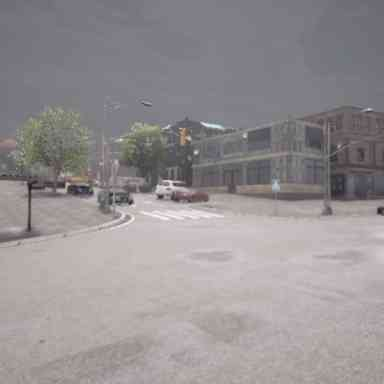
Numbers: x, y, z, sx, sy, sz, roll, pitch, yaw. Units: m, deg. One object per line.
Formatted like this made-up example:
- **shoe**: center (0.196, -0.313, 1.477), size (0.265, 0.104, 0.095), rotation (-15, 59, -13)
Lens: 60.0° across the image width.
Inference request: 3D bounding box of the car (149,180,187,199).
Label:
- **car**: center (-1.658, -0.192, 36.855), size (2.435, 2.045, 5.566), rotation (5, 3, 35)

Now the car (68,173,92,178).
- **car**: center (-20.479, -2.396, 64.239), size (1.946, 1.575, 5.366), rotation (5, 3, 35)

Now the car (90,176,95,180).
- **car**: center (-13.677, -1.461, 54.215), size (2.002, 1.452, 4.674), rotation (6, 3, 35)

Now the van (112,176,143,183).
- **van**: center (-8.583, -1.057, 46.655), size (1.878, 1.987, 4.442), rotation (6, 3, 35)

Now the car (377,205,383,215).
- **car**: center (17.141, 1.125, 25.945), size (4.792, 1.488, 2.163), rotation (-3, -1, 40)

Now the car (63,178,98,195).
- **car**: center (-12.245, -0.421, 36.453), size (1.994, 1.385, 4.181), rotation (1, 4, -35)

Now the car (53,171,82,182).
- **car**: center (-27.584, -3.380, 73.836), size (2.435, 2.045, 5.566), rotation (0, -2, 35)

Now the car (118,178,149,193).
- **car**: center (-6.829, -0.609, 44.279), size (2.231, 1.521, 4.892), rotation (5, 3, 35)

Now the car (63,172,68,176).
- **car**: center (-22.325, -2.867, 66.514), size (2.435, 2.045, 5.566), rotation (6, 3, 34)

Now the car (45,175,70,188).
- **car**: center (-18.742, -1.219, 45.664), size (1.895, 1.301, 4.718), rotation (1, 4, -36)

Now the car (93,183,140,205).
- **car**: center (-6.534, 0.312, 28.369), size (1.994, 1.385, 4.181), rotation (1, 4, -35)

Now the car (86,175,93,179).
- **car**: center (-15.408, -1.685, 56.691), size (2.002, 1.452, 4.674), rotation (5, 3, 35)

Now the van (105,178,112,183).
- **van**: center (-10.300, -1.281, 49.140), size (1.878, 1.987, 4.442), rotation (6, 3, 35)

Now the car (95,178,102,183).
- **car**: center (-11.857, -1.281, 51.882), size (1.946, 1.575, 5.366), rotation (5, 3, 35)

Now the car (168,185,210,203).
- **car**: center (0.028, 0.322, 34.369), size (2.002, 1.452, 4.674), rotation (5, 3, 35)
